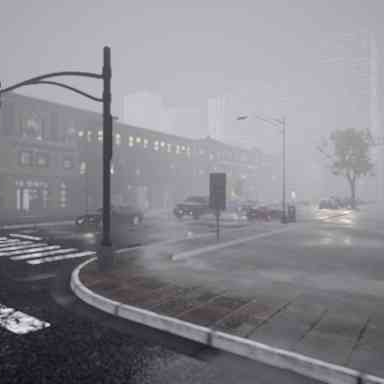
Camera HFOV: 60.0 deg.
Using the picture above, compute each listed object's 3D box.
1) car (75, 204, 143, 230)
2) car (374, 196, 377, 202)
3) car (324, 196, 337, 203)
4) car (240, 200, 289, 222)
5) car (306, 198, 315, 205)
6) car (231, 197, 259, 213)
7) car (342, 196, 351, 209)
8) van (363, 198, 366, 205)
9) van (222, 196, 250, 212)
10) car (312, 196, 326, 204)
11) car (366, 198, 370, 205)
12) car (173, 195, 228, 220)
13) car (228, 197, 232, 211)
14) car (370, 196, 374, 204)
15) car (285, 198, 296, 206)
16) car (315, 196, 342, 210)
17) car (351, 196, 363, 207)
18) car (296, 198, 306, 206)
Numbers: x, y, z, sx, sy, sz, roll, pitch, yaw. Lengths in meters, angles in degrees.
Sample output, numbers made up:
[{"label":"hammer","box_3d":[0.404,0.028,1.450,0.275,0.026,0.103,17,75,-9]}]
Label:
[{"label":"car","box_3d":[-5.238,1.535,21.528,1.837,1.490,4.892,0,0,34]},{"label":"car","box_3d":[41.008,2.009,77.115,1.802,1.307,4.206,0,0,35]},{"label":"car","box_3d":[34.156,1.843,81.940,1.967,1.590,4.097,0,0,35]},{"label":"car","box_3d":[6.056,1.642,27.386,1.887,1.381,4.507,0,0,35]},{"label":"car","box_3d":[21.430,1.826,63.868,2.008,1.369,4.403,0,0,35]},{"label":"car","box_3d":[6.560,1.616,38.221,2.128,1.511,4.902,0,0,35]},{"label":"car","box_3d":[21.920,1.553,50.008,2.192,1.841,5.009,0,0,35]},{"label":"van","box_3d":[31.464,1.671,63.562,1.690,1.788,3.998,0,0,35]},{"label":"van","box_3d":[5.523,1.468,41.277,1.690,1.788,3.998,0,0,35]},{"label":"car","box_3d":[27.793,1.778,72.903,1.967,1.590,4.097,0,0,35]},{"label":"car","box_3d":[34.645,1.943,68.078,1.802,1.307,4.206,0,0,35]},{"label":"car","box_3d":[0.649,1.297,29.846,2.150,2.045,5.566,0,0,35]},{"label":"car","box_3d":[2.243,1.624,36.619,1.752,1.417,4.829,0,0,35]},{"label":"car","box_3d":[37.925,1.920,72.736,1.752,1.417,4.829,0,0,35]},{"label":"car","box_3d":[15.067,1.766,54.831,2.008,1.369,4.403,0,0,35]},{"label":"car","box_3d":[18.738,1.648,45.489,1.967,1.590,4.097,0,0,35]},{"label":"car","box_3d":[28.283,1.614,59.045,2.192,1.841,5.009,0,0,35]},{"label":"car","box_3d":[18.248,1.796,59.349,2.008,1.369,4.403,0,0,35]}]
